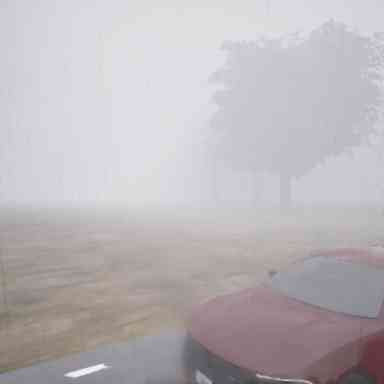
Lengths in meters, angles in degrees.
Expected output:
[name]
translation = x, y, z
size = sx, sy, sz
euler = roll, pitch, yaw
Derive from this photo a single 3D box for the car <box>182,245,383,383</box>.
[car]
translation = 2.236, 1.511, 4.410
size = 5.008, 1.535, 1.882
euler = 1, 0, -32
